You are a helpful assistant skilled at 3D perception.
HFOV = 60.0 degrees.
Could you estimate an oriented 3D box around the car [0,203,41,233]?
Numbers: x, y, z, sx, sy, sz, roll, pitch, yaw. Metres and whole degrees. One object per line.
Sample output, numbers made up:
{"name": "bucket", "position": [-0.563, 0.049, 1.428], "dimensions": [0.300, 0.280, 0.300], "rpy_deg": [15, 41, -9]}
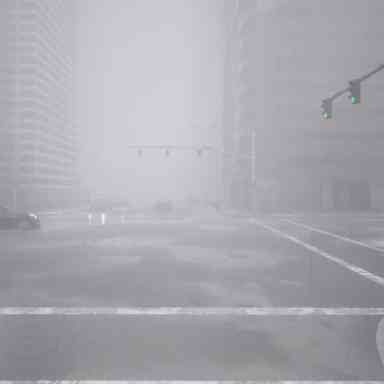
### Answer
{"name": "car", "position": [-10.899, 1.351, 18.458], "dimensions": [4.553, 1.767, 2.097], "rpy_deg": [0, 0, -26]}

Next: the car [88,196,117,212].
{"name": "car", "position": [-10.624, 1.505, 39.376], "dimensions": [1.837, 1.490, 4.892], "rpy_deg": [0, 0, 0]}

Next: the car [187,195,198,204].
{"name": "car", "position": [0.063, 1.352, 63.504], "dimensions": [2.097, 1.767, 4.553], "rpy_deg": [0, 0, 0]}

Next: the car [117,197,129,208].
{"name": "car", "position": [-10.620, 1.526, 49.635], "dimensions": [1.812, 1.442, 4.674], "rpy_deg": [0, 0, 0]}

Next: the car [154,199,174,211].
{"name": "car", "position": [-3.450, 1.525, 40.734], "dimensions": [1.812, 1.442, 4.674], "rpy_deg": [0, 0, 0]}
